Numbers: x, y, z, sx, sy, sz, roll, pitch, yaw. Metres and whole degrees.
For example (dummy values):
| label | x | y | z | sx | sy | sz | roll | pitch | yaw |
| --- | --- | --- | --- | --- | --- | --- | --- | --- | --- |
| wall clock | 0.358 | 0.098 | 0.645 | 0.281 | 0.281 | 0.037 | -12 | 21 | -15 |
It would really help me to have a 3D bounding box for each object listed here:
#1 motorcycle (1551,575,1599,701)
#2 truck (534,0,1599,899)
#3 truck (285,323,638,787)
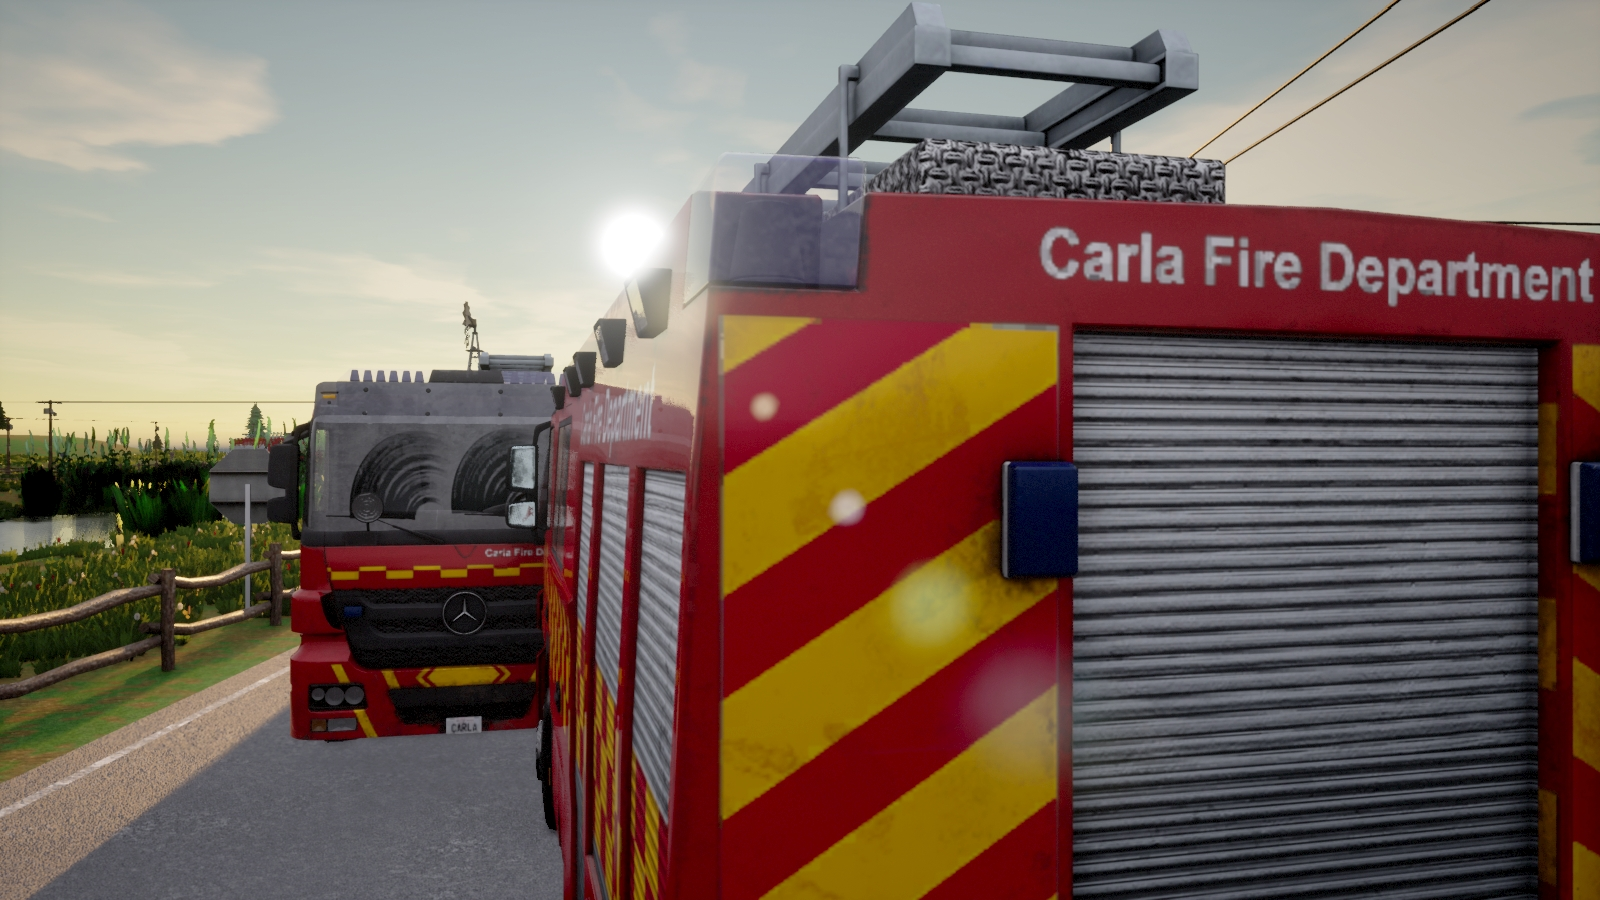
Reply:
| label | x | y | z | sx | sy | sz | roll | pitch | yaw |
| --- | --- | --- | --- | --- | --- | --- | --- | --- | --- |
| motorcycle | 9.791 | 2.142 | 13.137 | 1.805 | 1.316 | 0.856 | 0 | 0 | -7 |
| truck | -0.005 | 0.867 | 6.871 | 2.891 | 3.827 | 8.468 | 0 | 0 | -14 |
| truck | -3.907 | 0.862 | 13.892 | 2.891 | 3.827 | 8.468 | 0 | 0 | -14 |
